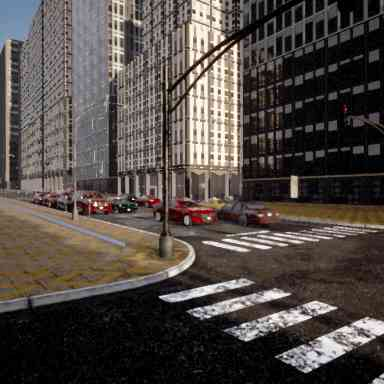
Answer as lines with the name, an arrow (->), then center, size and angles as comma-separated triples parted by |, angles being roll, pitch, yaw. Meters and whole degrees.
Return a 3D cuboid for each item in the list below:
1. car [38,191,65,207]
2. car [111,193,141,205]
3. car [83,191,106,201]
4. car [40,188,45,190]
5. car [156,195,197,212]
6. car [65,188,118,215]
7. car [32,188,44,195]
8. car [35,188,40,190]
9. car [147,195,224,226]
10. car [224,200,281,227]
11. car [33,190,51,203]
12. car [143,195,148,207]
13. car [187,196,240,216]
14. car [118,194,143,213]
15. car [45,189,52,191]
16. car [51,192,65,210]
car -> -14.968, 0.861, 36.310 | 1.887, 1.381, 4.507 | 1, 0, -36
car -> -8.203, 0.856, 41.254 | 1.947, 1.339, 4.313 | 1, 0, -36
car -> -14.824, 0.646, 50.337 | 1.947, 1.339, 4.313 | 1, 0, -36
car -> -31.376, 0.104, 73.042 | 1.887, 1.381, 4.507 | 1, 0, -36
car -> -1.582, 1.066, 32.173 | 1.947, 1.339, 4.313 | 1, 0, -36
car -> -8.343, 0.841, 27.228 | 2.192, 1.841, 5.009 | 1, 0, -36
car -> -37.995, -0.208, 82.123 | 1.967, 1.590, 4.097 | 1, 0, -36
car -> -34.685, -0.104, 77.583 | 1.967, 1.590, 4.097 | 1, 0, -36
car -> -0.567, 1.177, 20.921 | 1.882, 1.535, 5.008 | 0, 1, -38
car -> 3.059, 1.281, 20.739 | 2.033, 1.411, 5.357 | 0, 1, -31
car -> -18.279, 0.794, 40.851 | 1.802, 1.307, 4.206 | 1, 0, -36
car -> -4.892, 0.977, 36.713 | 1.802, 1.307, 4.206 | 1, 0, -36
car -> 1.698, 1.127, 27.823 | 1.752, 1.417, 4.829 | 1, 0, -36
car -> -6.475, 1.112, 29.035 | 1.895, 1.301, 4.718 | 0, 1, -36
car -> -28.066, 0.214, 68.501 | 2.008, 1.369, 4.403 | 1, 0, -36
car -> -11.659, 0.987, 31.770 | 1.947, 1.339, 4.313 | 1, 0, -36
